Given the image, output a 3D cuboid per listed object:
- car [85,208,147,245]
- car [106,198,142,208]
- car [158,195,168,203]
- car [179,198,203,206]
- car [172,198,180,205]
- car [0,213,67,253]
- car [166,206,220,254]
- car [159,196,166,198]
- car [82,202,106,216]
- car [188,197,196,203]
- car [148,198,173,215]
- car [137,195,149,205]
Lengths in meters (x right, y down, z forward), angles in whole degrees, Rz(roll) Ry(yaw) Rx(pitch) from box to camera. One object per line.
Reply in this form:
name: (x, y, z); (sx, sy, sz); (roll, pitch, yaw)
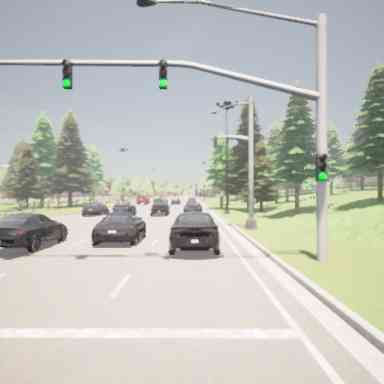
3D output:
car: (-3.403, 1.673, 16.141); (1.994, 1.385, 4.181); (0, 0, 0)
car: (-6.907, 1.722, 34.233); (2.128, 1.511, 4.902); (0, 0, 0)
car: (-7.015, 1.725, 80.044); (2.097, 1.767, 4.553); (0, 0, 0)
car: (0.094, 1.719, 33.772); (2.128, 1.511, 4.902); (0, 0, 0)
car: (-3.514, 2.003, 71.736); (2.128, 1.511, 4.902); (0, 0, 0)
car: (-6.903, 1.621, 14.068); (1.812, 1.442, 4.674); (0, 0, 0)
car: (0.097, 1.572, 13.978); (1.882, 1.535, 5.008); (0, 0, 0)
car: (-7.013, 1.960, 69.653); (1.837, 1.490, 4.892); (0, 0, 0)
car: (-10.407, 1.806, 36.063); (1.994, 1.385, 4.181); (0, 0, 0)
car: (-0.015, 1.895, 80.075); (1.812, 1.442, 4.674); (0, 0, 0)
car: (-3.407, 1.752, 36.776); (1.837, 1.490, 4.892); (0, 0, 0)
car: (-10.514, 1.699, 71.350); (2.150, 2.045, 5.566); (0, 0, 0)
